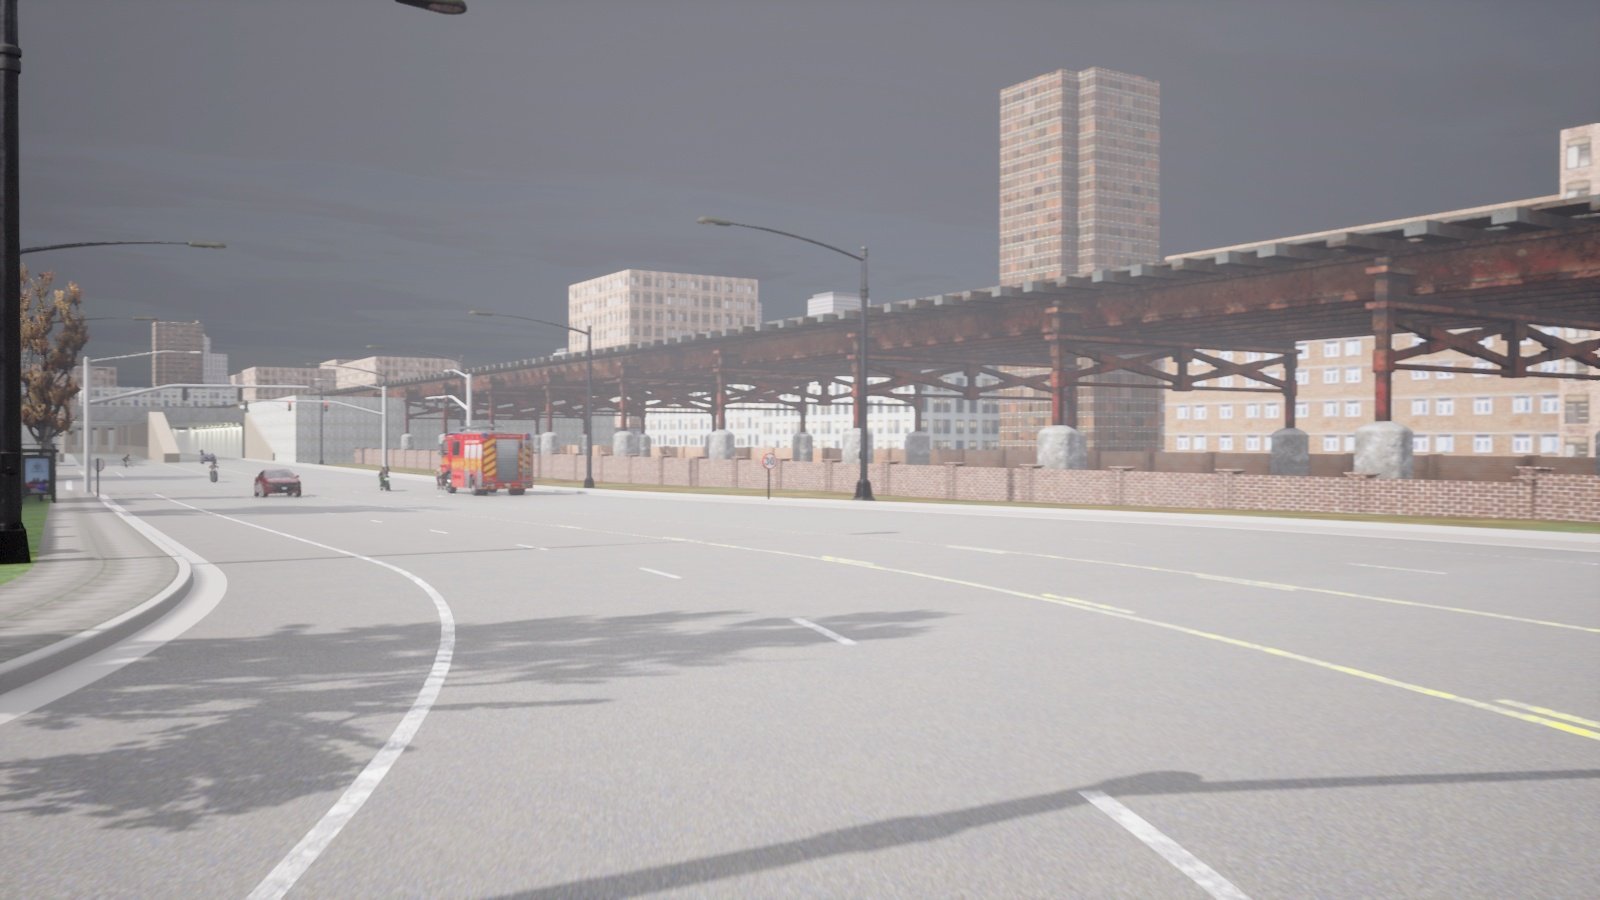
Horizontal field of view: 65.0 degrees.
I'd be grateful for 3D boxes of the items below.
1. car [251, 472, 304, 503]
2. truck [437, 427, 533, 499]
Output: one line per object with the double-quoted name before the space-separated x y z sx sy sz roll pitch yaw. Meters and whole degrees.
"car" -27.912 1.966 67.008 1.882 1.535 5.008 -1 -1 -31
"truck" -17.768 0.715 70.461 2.891 3.827 8.468 -1 0 -31
